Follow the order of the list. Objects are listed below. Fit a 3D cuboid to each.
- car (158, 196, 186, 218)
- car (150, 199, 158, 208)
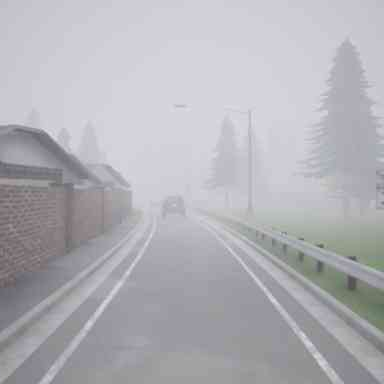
[{"bbox_3d":[-1.932,1.410,33.279,2.150,2.045,5.566,0,0,-8],"label":"car"},{"bbox_3d":[-5.765,1.796,53.863,2.128,1.511,4.902,0,-1,-13],"label":"car"}]
